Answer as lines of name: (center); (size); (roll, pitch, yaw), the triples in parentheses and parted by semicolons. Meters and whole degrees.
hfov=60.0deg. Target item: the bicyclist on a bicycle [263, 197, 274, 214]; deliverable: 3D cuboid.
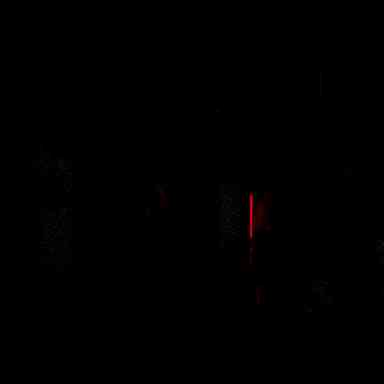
bicyclist on a bicycle: (7.383, 1.349, 32.117); (1.656, 1.620, 0.582); (0, 0, -36)

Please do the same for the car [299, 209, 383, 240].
car: (8.165, 1.601, 17.352); (1.895, 1.301, 4.718); (0, 0, -43)
